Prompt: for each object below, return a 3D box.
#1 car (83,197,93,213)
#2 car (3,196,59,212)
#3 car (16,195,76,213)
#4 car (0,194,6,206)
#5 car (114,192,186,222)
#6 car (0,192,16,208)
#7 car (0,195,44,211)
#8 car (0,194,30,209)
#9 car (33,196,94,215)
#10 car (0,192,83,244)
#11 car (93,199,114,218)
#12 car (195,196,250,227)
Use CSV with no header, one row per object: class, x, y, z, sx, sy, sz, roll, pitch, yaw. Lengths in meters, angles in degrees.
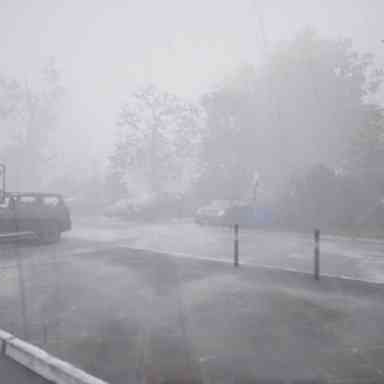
car,-9.481,1.196,29.319,2.231,1.521,4.892,1,0,35
car,-16.427,1.148,34.170,2.163,1.488,4.792,1,0,35
car,-14.124,1.144,32.534,2.097,1.535,5.008,1,0,35
car,-25.826,1.013,40.651,2.097,1.535,5.008,1,0,35
car,-2.629,1.015,24.549,2.435,2.045,5.566,1,0,35
car,-23.490,0.914,39.064,2.185,1.767,4.553,1,0,35
car,-18.864,1.091,35.828,2.097,1.535,5.008,1,0,35
car,-21.190,1.065,37.427,2.097,1.535,5.008,1,0,35
car,-11.803,1.170,30.926,2.097,1.535,5.008,1,0,35
car,-7.292,1.042,12.484,2.435,2.045,5.566,1,0,35
car,-4.831,1.245,26.116,2.231,1.521,4.892,1,0,35
car,2.101,1.177,21.230,2.185,1.767,4.553,1,1,35
